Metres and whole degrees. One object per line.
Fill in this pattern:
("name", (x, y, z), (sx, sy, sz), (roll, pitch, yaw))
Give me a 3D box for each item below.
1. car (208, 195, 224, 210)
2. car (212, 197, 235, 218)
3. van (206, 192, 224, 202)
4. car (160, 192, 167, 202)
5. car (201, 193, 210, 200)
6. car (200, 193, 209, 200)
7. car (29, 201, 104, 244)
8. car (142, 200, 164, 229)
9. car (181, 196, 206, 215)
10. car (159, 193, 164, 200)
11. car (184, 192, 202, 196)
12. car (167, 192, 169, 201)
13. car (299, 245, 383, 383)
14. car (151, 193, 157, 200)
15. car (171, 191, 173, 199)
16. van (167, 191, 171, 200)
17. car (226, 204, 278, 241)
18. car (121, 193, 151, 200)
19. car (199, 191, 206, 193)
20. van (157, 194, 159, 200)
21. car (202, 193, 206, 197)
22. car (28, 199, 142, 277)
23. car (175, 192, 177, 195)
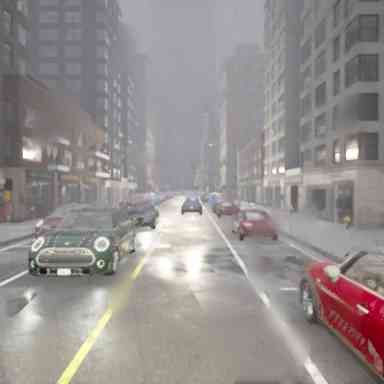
("car", (2.836, 1.288, 32.612), (1.887, 1.381, 4.507), (0, 0, 0))
("car", (2.840, 1.361, 26.958), (1.802, 1.307, 4.206), (0, 0, 0))
("van", (2.832, 1.052, 38.266), (1.690, 1.788, 3.998), (0, 0, 0))
("car", (-5.703, 1.141, 55.076), (1.752, 1.417, 4.829), (0, 0, 0))
("car", (2.812, 1.037, 72.367), (1.752, 1.417, 4.829), (0, 0, 0))
("car", (2.809, 1.044, 77.851), (1.947, 1.339, 4.313), (0, 0, 0))
("car", (-5.677, 1.309, 15.654), (1.967, 1.590, 4.097), (0, 0, 0))
("car", (-3.012, 1.398, 19.810), (1.994, 1.385, 4.181), (0, 0, 0))
("car", (-0.010, 1.317, 30.996), (1.994, 1.385, 4.181), (0, 0, 1))
("car", (-5.700, 1.230, 49.589), (1.802, 1.307, 4.206), (0, 0, 0))
("car", (0.032, 1.140, 46.810), (1.882, 1.535, 5.008), (0, 1, 0))
("car", (-5.707, 1.164, 60.903), (1.802, 1.307, 4.206), (0, 0, 0))
("car", (2.855, 1.402, 4.342), (1.967, 1.590, 4.097), (0, 0, 0))
("car", (-5.694, 1.028, 38.276), (2.192, 1.841, 5.009), (0, 0, 0))
("car", (-5.714, 1.058, 72.216), (1.887, 1.381, 4.507), (0, 0, 0))
("van", (-5.711, 0.889, 66.558), (1.690, 1.788, 3.998), (0, 0, 0))
("car", (2.848, 1.449, 15.653), (1.802, 1.307, 4.206), (0, 0, 0))
("car", (-5.690, 1.060, 32.618), (2.192, 1.841, 5.009), (0, 0, 0))
("car", (2.819, 0.895, 60.885), (2.192, 1.841, 5.009), (0, 0, 0))
("van", (-5.697, 1.022, 43.933), (1.690, 1.788, 3.998), (0, 0, 0))
("car", (2.822, 1.196, 55.232), (1.802, 1.307, 4.206), (0, 0, 0))
("car", (-3.007, 1.267, 10.060), (2.097, 1.767, 4.553), (0, 0, 0))
("car", (-5.721, 0.759, 83.527), (2.192, 1.841, 5.009), (0, 0, 0))
